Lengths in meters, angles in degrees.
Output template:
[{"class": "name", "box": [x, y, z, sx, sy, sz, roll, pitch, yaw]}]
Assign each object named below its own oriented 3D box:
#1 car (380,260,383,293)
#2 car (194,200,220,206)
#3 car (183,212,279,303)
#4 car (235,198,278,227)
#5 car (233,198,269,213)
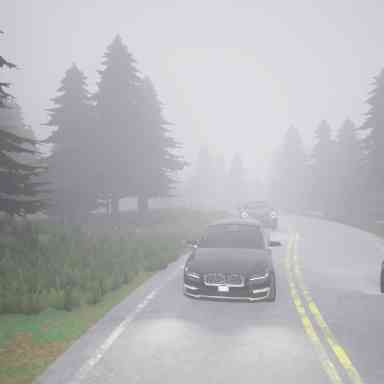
[{"class": "car", "box": [4.494, 1.308, 4.644, 2.097, 1.767, 4.553, -1, 0, 8]}, {"class": "car", "box": [1.929, 1.799, 44.862, 1.812, 1.442, 4.674, 3, -5, -35]}, {"class": "car", "box": [1.093, 1.496, 8.415, 1.837, 1.490, 4.892, -1, 0, 12]}, {"class": "car", "box": [3.880, 1.270, 20.367, 2.097, 1.767, 4.553, -1, 0, 5]}, {"class": "car", "box": [6.210, 1.410, 35.736, 1.837, 1.490, 4.892, 2, -1, -16]}]
